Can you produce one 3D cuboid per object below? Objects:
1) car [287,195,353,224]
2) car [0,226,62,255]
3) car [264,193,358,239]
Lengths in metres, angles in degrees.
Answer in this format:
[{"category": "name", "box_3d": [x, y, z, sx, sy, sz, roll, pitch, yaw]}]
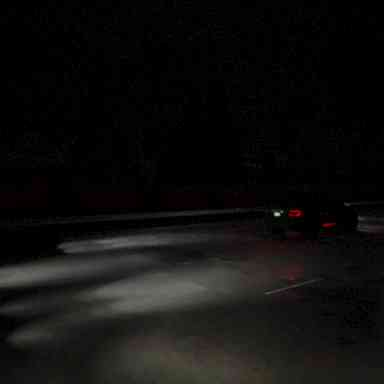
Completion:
[{"category": "car", "box_3d": [8.943, 1.137, 23.120, 4.553, 1.767, 2.097, -1, 0, -36]}, {"category": "car", "box_3d": [-7.122, 1.592, 11.564, 4.718, 1.301, 1.895, -1, 0, -35]}, {"category": "car", "box_3d": [6.046, 1.072, 16.715, 5.566, 2.045, 2.150, -1, 1, -36]}]
